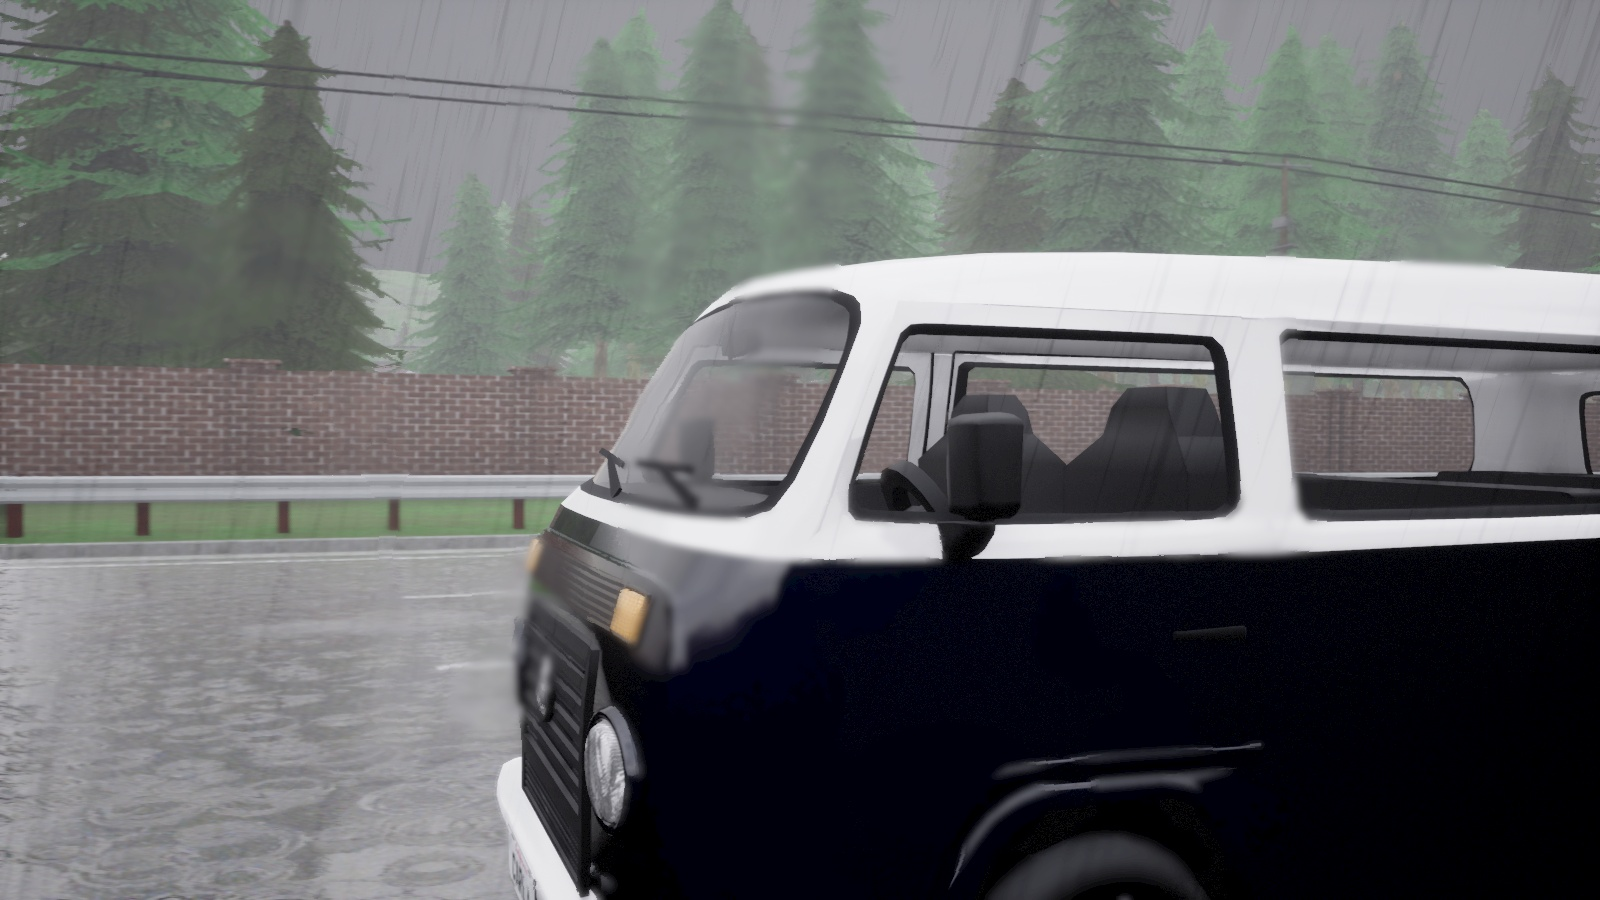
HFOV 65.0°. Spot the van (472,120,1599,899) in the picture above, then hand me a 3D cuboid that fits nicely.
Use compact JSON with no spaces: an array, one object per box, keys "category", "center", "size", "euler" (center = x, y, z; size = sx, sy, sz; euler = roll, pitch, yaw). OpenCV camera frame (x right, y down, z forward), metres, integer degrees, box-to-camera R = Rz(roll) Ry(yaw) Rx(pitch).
[{"category":"van","center":[1.445,0.444,3.784],"size":[4.480,2.038,2.069],"euler":[-1,1,-21]}]
